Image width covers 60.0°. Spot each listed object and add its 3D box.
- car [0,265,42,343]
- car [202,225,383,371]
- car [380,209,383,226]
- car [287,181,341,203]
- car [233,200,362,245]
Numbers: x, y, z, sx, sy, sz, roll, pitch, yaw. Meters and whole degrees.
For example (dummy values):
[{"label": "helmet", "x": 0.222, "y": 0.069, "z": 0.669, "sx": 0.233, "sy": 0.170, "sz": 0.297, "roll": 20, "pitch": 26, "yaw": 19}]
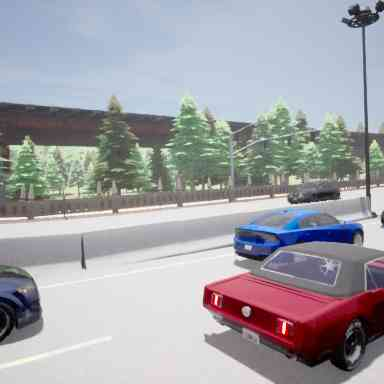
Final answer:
[{"label": "car", "x": -4.496, "y": 1.564, "z": 4.842, "sx": 4.181, "sy": 1.385, "sz": 1.994, "roll": 0, "pitch": 0, "yaw": -36}, {"label": "car", "x": 2.566, "y": 1.528, "z": 5.602, "sx": 4.718, "sy": 1.301, "sz": 1.895, "roll": -2, "pitch": 1, "yaw": -36}, {"label": "car", "x": 10.833, "y": 0.880, "z": 15.870, "sx": 4.181, "sy": 1.385, "sz": 1.994, "roll": -4, "pitch": 2, "yaw": -36}, {"label": "car", "x": 10.703, "y": 0.096, "z": 28.967, "sx": 5.566, "sy": 2.045, "sz": 2.150, "roll": -4, "pitch": 2, "yaw": -36}, {"label": "car", "x": 3.553, "y": 1.283, "z": 10.625, "sx": 5.008, "sy": 1.535, "sz": 1.882, "roll": -3, "pitch": 2, "yaw": -36}]
